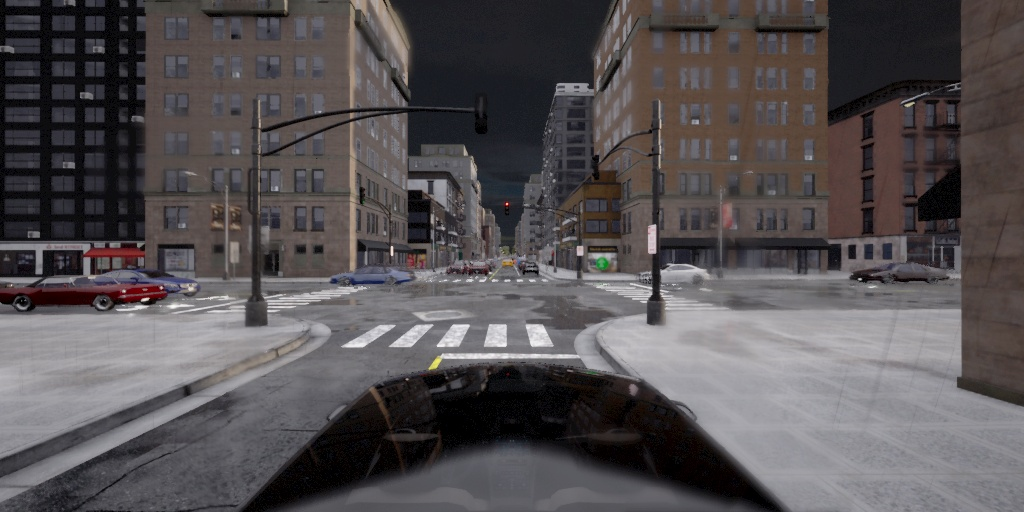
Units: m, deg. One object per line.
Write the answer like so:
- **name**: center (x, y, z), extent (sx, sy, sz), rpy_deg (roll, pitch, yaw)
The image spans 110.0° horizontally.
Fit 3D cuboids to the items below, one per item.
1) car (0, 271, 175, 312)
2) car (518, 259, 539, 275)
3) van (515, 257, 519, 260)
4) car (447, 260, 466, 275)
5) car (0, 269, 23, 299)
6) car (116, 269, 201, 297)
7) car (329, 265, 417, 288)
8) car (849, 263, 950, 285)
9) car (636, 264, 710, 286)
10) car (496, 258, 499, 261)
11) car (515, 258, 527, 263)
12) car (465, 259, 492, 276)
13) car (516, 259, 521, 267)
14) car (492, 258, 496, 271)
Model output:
- **car**: center (-16.565, 1.401, 14.018), extent (4.718, 1.301, 1.895), rpy_deg (0, 0, -1)
- **car**: center (2.024, 1.355, 39.720), extent (1.948, 1.339, 4.313), rpy_deg (0, 0, 0)
- **van**: center (1.869, 1.173, 61.763), extent (1.690, 1.789, 3.998), rpy_deg (0, 0, 0)
- **car**: center (-6.001, 1.229, 39.664), extent (1.967, 1.591, 4.097), rpy_deg (0, 0, 0)
- **car**: center (-27.462, 1.397, 17.133), extent (5.357, 1.411, 2.033), rpy_deg (0, 0, -1)
- **car**: center (-17.737, 1.337, 17.247), extent (4.674, 1.442, 1.812), rpy_deg (0, 0, 1)
- **car**: center (-9.219, 1.330, 24.059), extent (5.357, 1.411, 2.033), rpy_deg (-1, 0, -1)
- **car**: center (26.403, 1.192, 24.491), extent (5.357, 1.411, 2.033), rpy_deg (0, 0, -1)
- **car**: center (10.847, 1.236, 24.305), extent (4.674, 1.442, 1.812), rpy_deg (0, 0, -1)
- **car**: center (-3.576, 1.424, 57.591), extent (1.895, 1.301, 4.718), rpy_deg (0, 0, 0)
- **car**: center (1.908, 1.386, 56.253), extent (1.948, 1.339, 4.313), rpy_deg (0, 0, 0)
- **car**: center (-3.451, 1.265, 37.858), extent (1.882, 1.535, 5.008), rpy_deg (0, 0, 0)
- **car**: center (1.947, 1.391, 50.743), extent (1.802, 1.307, 4.207), rpy_deg (0, 0, 0)
- **car**: center (-3.515, 1.308, 47.451), extent (1.837, 1.490, 4.892), rpy_deg (0, 0, 0)
